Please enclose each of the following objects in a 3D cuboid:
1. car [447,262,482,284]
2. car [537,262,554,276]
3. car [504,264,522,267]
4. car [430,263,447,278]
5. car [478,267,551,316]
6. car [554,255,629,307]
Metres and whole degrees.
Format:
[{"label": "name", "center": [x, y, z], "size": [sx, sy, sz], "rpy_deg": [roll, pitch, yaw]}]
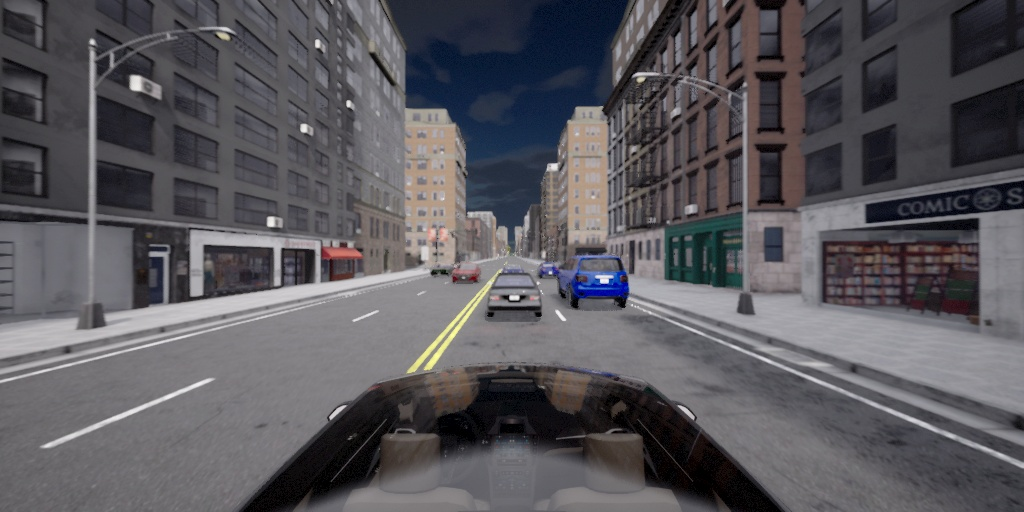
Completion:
[{"label": "car", "center": [-3.350, 1.236, 27.252], "size": [1.882, 1.535, 5.008], "rpy_deg": [0, 0, 0]}, {"label": "car", "center": [3.345, 1.286, 33.475], "size": [1.812, 1.442, 4.674], "rpy_deg": [0, 0, 0]}, {"label": "car", "center": [0.093, 1.360, 31.388], "size": [1.895, 1.301, 4.718], "rpy_deg": [0, 0, 0]}, {"label": "car", "center": [-6.593, 1.362, 34.681], "size": [1.895, 1.301, 4.718], "rpy_deg": [0, 0, 0]}, {"label": "car", "center": [0.085, 1.302, 13.306], "size": [2.033, 1.411, 5.357], "rpy_deg": [0, 0, 0]}, {"label": "car", "center": [3.343, 0.979, 15.617], "size": [2.150, 2.045, 5.566], "rpy_deg": [0, 0, 0]}]
